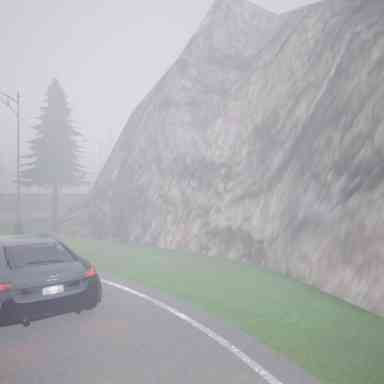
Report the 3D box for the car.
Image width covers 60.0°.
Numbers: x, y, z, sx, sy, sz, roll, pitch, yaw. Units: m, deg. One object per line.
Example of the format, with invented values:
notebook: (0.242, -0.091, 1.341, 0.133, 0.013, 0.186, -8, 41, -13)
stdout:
car: (-3.557, 1.564, 6.946, 1.994, 1.385, 4.181, 0, 0, -40)
